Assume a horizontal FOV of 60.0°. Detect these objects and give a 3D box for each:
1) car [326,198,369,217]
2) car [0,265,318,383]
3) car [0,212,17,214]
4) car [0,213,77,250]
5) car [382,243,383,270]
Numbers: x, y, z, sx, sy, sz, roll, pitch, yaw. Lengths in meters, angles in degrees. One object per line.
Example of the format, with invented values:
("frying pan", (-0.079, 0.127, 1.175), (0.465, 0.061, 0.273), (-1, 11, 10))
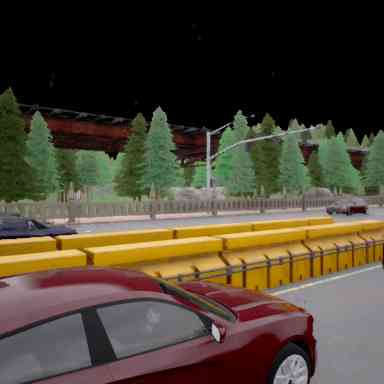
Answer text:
("car", (14.864, 1.352, 31.785), (4.553, 1.767, 2.097), (0, 0, -35))
("car", (-0.866, 1.478, 3.127), (5.008, 1.535, 1.882), (0, 0, -35))
("car", (-8.830, 1.601, 14.889), (4.718, 1.301, 1.895), (0, 0, -35))
("car", (-6.786, 1.601, 12.048), (4.718, 1.301, 1.895), (0, 0, -35))
("car", (6.953, 1.478, 8.731), (5.008, 1.535, 1.882), (0, 0, -35))
